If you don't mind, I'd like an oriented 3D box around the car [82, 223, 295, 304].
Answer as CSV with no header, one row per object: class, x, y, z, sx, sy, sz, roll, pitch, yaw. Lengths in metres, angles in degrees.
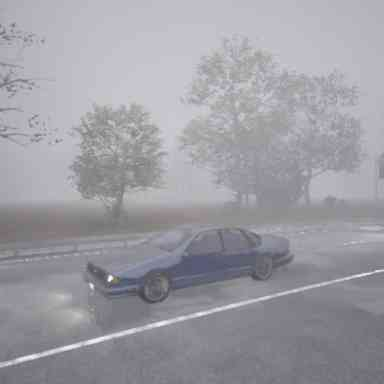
car,0.188,1.522,8.231,5.357,1.411,2.033,0,0,-34
